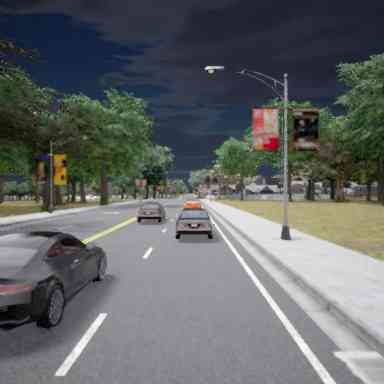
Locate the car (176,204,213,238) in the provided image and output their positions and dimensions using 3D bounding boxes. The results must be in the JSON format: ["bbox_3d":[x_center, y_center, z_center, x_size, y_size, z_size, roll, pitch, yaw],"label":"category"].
[{"bbox_3d":[0.103,1.571,17.657,2.033,1.411,5.357,0,0,0],"label":"car"}]

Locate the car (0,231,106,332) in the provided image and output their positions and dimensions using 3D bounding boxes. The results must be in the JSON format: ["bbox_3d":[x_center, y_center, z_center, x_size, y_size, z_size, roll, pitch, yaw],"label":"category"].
[{"bbox_3d":[-3.150,1.531,6.817,1.812,1.442,4.674,0,0,0],"label":"car"}]

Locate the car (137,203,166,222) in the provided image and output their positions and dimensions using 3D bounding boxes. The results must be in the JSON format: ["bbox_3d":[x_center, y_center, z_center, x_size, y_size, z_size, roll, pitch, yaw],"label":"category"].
[{"bbox_3d":[-3.150,1.594,26.453,2.033,1.411,5.357,0,0,0],"label":"car"}]

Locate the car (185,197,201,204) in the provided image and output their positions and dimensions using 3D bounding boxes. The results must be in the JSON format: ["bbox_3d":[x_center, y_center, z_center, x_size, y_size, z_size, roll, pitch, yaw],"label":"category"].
[{"bbox_3d":[0.104,1.453,42.359,2.097,1.767,4.553,0,0,0],"label":"car"}]
